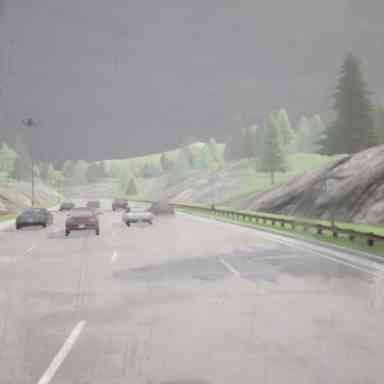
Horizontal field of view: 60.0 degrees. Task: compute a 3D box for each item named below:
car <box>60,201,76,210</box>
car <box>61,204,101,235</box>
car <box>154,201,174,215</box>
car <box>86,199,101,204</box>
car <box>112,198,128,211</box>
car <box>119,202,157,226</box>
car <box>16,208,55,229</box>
[{"bbox_3d":[-17.741,1.955,47.773,1.994,1.385,4.181,-1,0,-16],"label":"car"},{"bbox_3d":[-6.458,1.669,19.930,1.812,1.442,4.674,-1,0,-15],"label":"car"},{"bbox_3d":[-3.206,1.648,34.666,1.994,1.385,4.181,-1,0,-15],"label":"car"},{"bbox_3d":[-14.156,1.809,47.983,2.128,1.511,4.902,-1,0,-16],"label":"car"},{"bbox_3d":[-9.813,1.577,45.459,2.097,1.767,4.553,-1,0,-16],"label":"car"},{"bbox_3d":[-4.077,1.697,24.608,1.895,1.301,4.718,-1,0,-15],"label":"car"},{"bbox_3d":[-11.139,1.806,23.814,1.994,1.385,4.181,-1,0,-15],"label":"car"}]
